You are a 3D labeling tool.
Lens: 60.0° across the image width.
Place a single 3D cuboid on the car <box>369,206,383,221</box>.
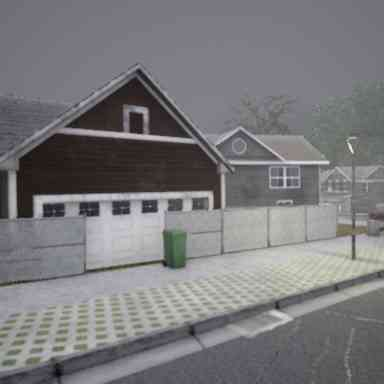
[{"bbox_3d":[18.239,1.993,30.126,1.812,1.442,4.674,-1,-2,-14],"label":"car"}]
